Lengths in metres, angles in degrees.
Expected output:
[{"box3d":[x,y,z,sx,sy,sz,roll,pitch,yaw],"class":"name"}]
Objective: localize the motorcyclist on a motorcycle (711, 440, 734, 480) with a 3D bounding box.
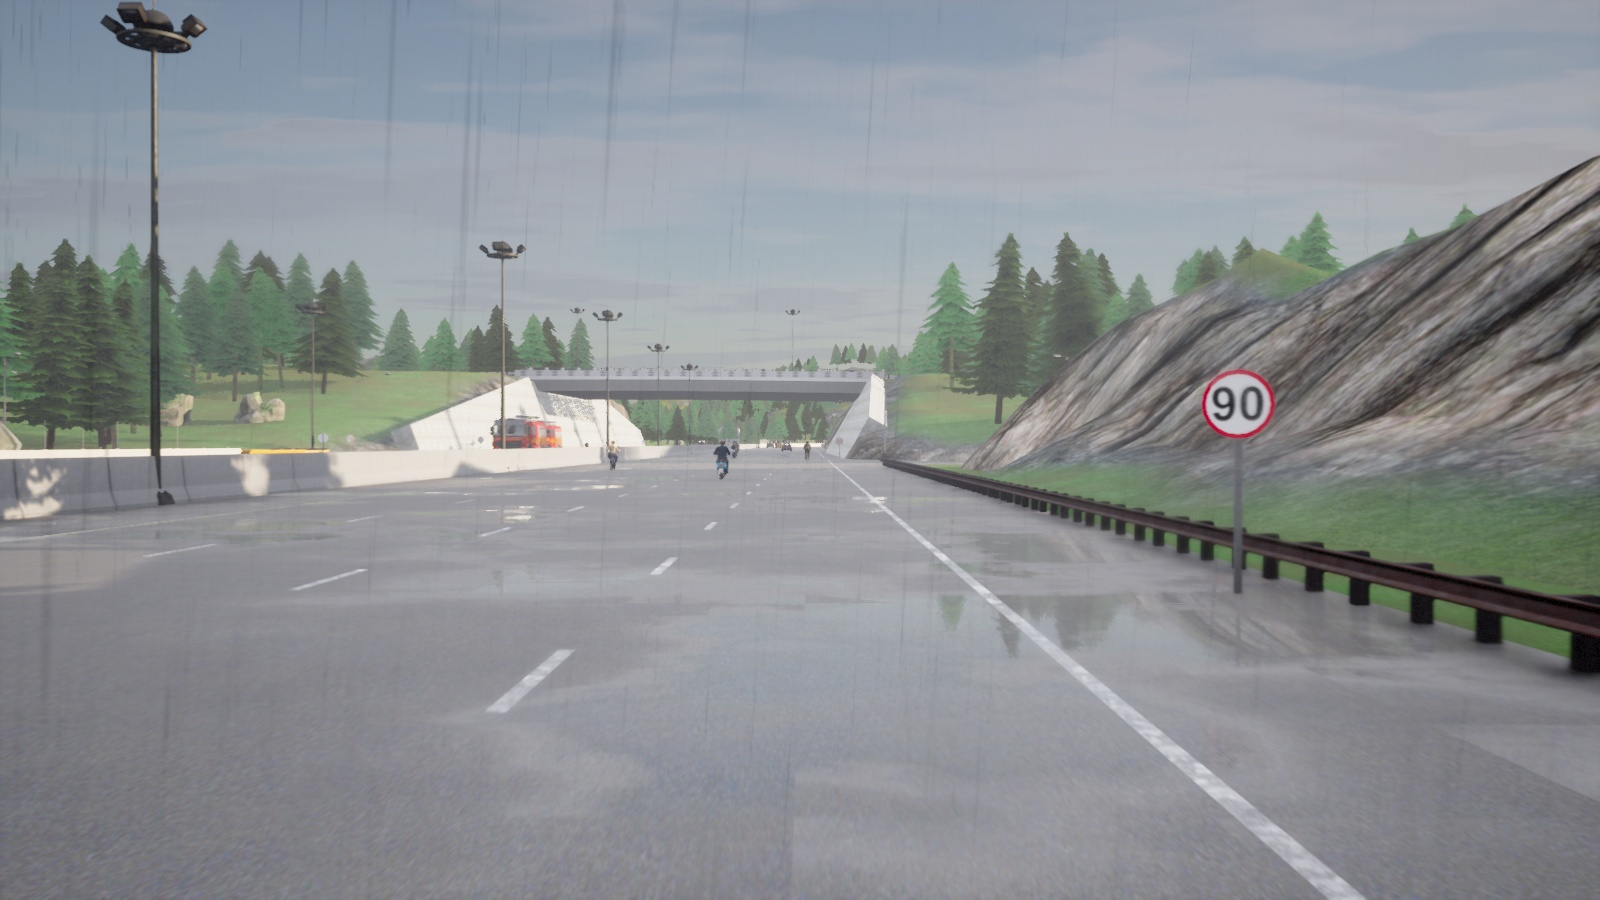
[{"box3d":[-3.190,0.405,51.834,0.866,1.590,1.817,0,0,0],"class":"motorcyclist on a motorcycle"}]
